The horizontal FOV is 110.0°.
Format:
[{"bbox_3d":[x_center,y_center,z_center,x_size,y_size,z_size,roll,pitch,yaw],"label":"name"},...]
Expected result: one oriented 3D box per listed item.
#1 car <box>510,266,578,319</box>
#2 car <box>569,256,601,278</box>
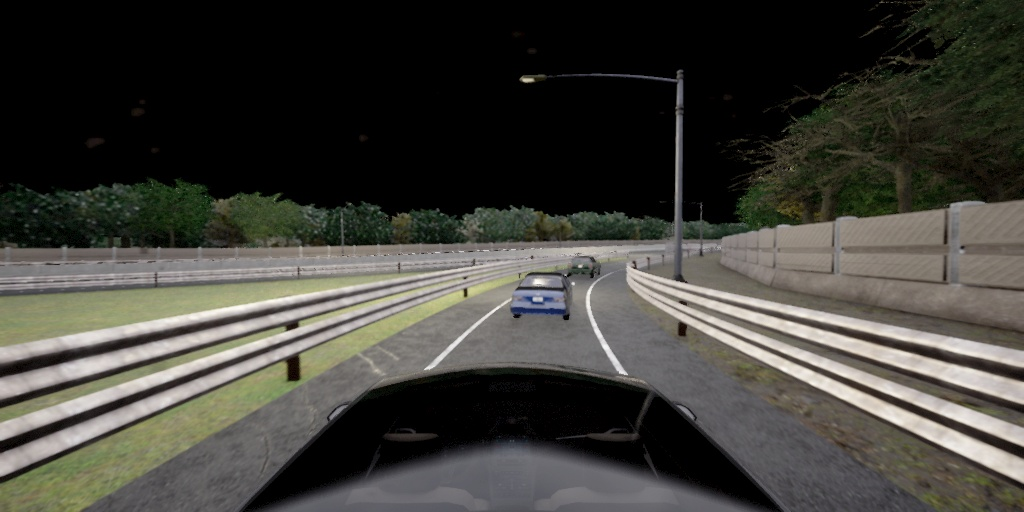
[{"bbox_3d":[1.204,1.266,12.741,2.033,1.411,5.357,0,1,11],"label":"car"},{"bbox_3d":[6.122,0.792,29.865,2.097,1.767,4.553,1,2,22],"label":"car"}]
